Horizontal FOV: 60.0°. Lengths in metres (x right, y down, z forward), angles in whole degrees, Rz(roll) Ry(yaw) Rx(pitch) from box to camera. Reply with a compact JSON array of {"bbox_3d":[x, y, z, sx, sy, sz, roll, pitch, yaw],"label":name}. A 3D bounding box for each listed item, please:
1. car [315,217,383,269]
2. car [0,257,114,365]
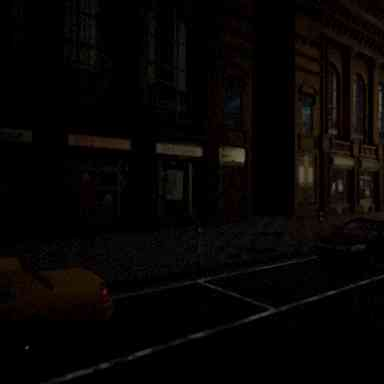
[{"bbox_3d":[5.807,1.510,10.900,4.206,1.307,1.802,0,1,-36],"label":"car"},{"bbox_3d":[-3.488,1.529,4.267,4.829,1.417,1.752,0,1,-36],"label":"car"}]
